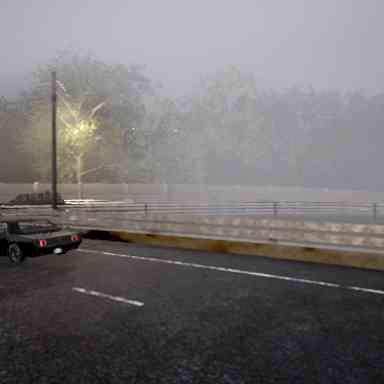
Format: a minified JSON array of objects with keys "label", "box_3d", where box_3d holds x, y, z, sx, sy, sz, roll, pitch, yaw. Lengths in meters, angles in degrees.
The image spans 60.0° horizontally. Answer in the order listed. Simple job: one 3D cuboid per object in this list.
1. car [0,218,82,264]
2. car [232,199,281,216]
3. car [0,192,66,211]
[{"label":"car","box_3d":[-6.207,1.581,11.695,4.718,1.301,1.895,0,0,29]},{"label":"car","box_3d":[6.254,1.393,32.298,5.008,1.535,1.882,1,0,-19]},{"label":"car","box_3d":[-13.216,1.087,27.047,5.566,2.045,2.150,-1,0,-13]}]
